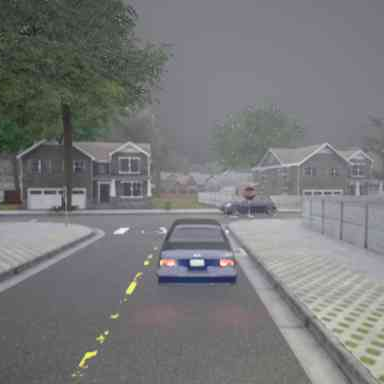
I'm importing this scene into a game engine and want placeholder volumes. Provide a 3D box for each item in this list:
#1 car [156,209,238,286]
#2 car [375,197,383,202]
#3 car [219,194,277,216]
[{"bbox_3d":[0.115,1.433,9.171,2.033,1.411,5.357,0,1,0],"label":"car"},{"bbox_3d":[17.860,1.216,30.256,4.892,1.490,1.837,0,1,-14],"label":"car"},{"bbox_3d":[4.542,1.026,27.324,4.553,1.767,2.097,0,1,-12],"label":"car"}]
